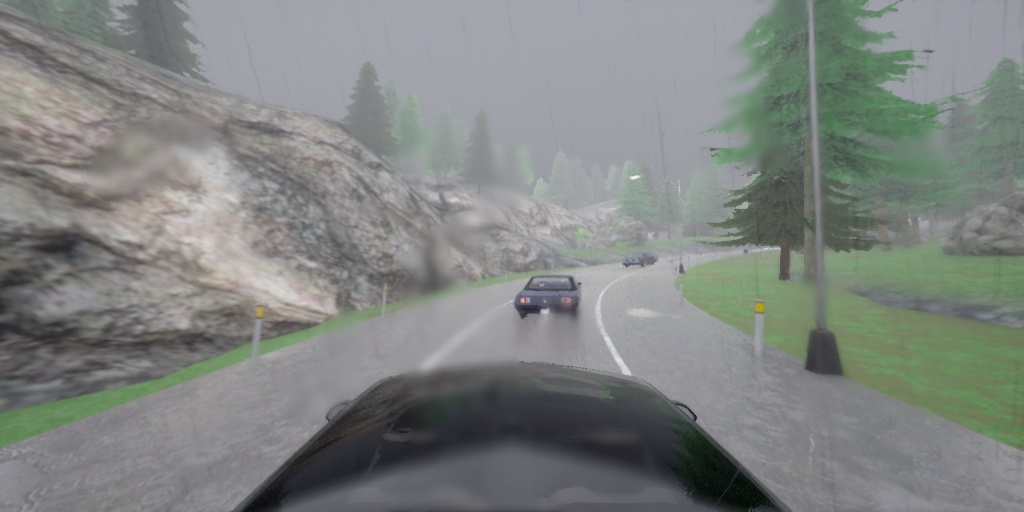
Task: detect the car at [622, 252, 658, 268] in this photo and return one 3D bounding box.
[{"bbox_3d":[12.762,0.339,35.669,2.033,1.411,5.357,-2,2,40],"label":"car"}]

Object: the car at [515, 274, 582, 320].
[{"bbox_3d":[1.462,1.282,12.442,1.895,1.301,4.718,0,1,12],"label":"car"}]
